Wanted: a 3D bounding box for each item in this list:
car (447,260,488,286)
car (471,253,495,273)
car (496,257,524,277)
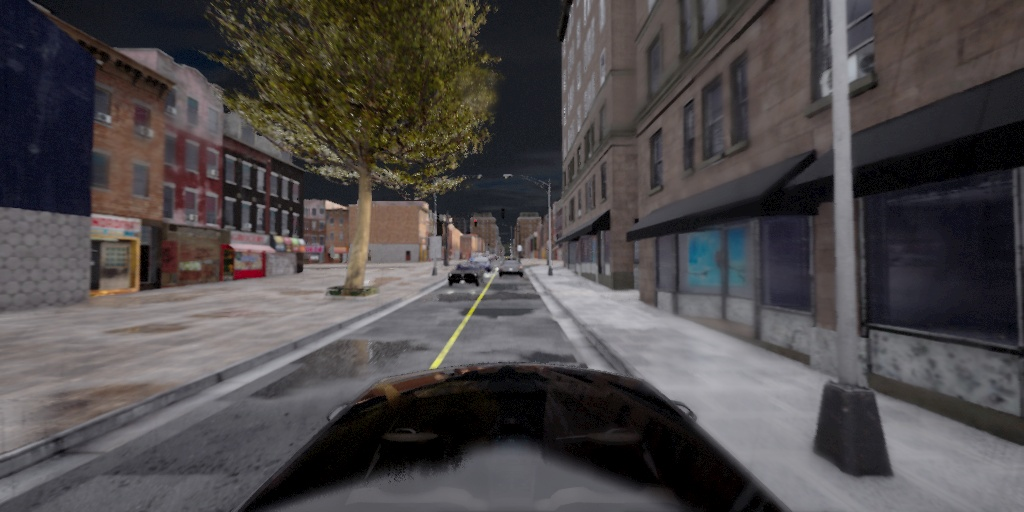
[{"bbox_3d":[-2.828,1.123,22.703,1.895,1.301,4.718,0,1,0],"label":"car"},{"bbox_3d":[-2.874,0.749,33.839,1.812,1.442,4.674,0,2,0],"label":"car"},{"bbox_3d":[-0.055,0.917,29.266,1.994,1.385,4.181,0,2,1],"label":"car"}]
